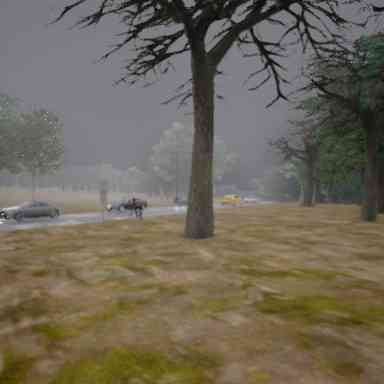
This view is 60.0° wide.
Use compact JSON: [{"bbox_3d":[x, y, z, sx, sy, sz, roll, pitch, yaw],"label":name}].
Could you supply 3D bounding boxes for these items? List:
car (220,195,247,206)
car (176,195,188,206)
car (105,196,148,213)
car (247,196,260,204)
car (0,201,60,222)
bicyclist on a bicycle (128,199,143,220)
[{"bbox_3d":[5.753,1.144,47.787,1.882,1.535,5.008,1,0,28],"label":"car"},{"bbox_3d":[-0.189,1.112,43.584,1.837,1.490,4.892,1,1,30],"label":"car"},{"bbox_3d":[-6.536,1.209,33.533,2.128,1.511,4.902,1,2,34],"label":"car"},{"bbox_3d":[10.369,1.345,57.151,1.895,1.301,4.718,1,0,23],"label":"car"},{"bbox_3d":[-12.329,1.408,25.490,1.994,1.385,4.181,1,2,37],"label":"car"},{"bbox_3d":[-4.328,1.334,25.431,1.656,1.620,0.582,-1,0,36],"label":"bicyclist on a bicycle"}]
